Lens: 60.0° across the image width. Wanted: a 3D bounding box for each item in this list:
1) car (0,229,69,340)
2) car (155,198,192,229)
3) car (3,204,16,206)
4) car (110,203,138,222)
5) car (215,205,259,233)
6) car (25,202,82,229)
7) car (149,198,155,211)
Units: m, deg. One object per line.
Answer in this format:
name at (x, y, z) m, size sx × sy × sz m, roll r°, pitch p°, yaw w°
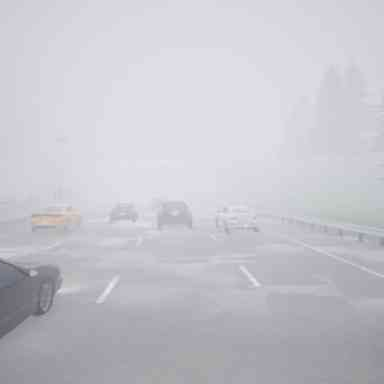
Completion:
car at (-3.516, 1.548, 4.428) m, size 2.033 × 1.411 × 5.357 m, roll 0°, pitch 0°, yaw -2°
car at (-1.224, 1.322, 21.724) m, size 2.097 × 1.767 × 4.553 m, roll 0°, pitch 0°, yaw -6°
car at (-28.486, 1.345, 51.793) m, size 2.097 × 1.767 × 4.553 m, roll 0°, pitch 0°, yaw -16°
car at (-5.236, 1.536, 25.877) m, size 1.994 × 1.385 × 4.181 m, roll 0°, pitch 0°, yaw -7°
car at (2.548, 1.492, 19.333) m, size 1.812 × 1.442 × 4.674 m, roll 0°, pitch 0°, yaw -5°
car at (-8.082, 1.464, 20.166) m, size 1.882 × 1.535 × 5.008 m, roll 0°, pitch 0°, yaw -6°
car at (-4.084, 1.454, 40.376) m, size 1.837 × 1.490 × 4.892 m, roll 0°, pitch 0°, yaw -11°
